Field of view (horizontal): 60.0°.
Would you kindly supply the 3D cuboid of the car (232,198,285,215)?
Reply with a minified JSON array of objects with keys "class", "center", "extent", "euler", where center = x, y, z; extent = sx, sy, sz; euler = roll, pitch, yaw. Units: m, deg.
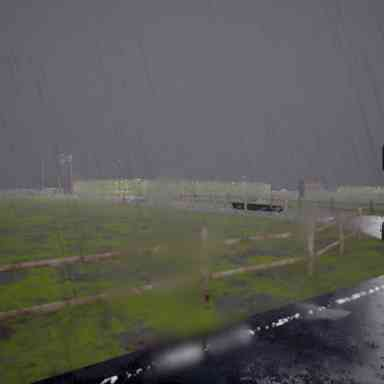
[{"class":"car","center":[5.814,1.234,29.365],"extent":[1.895,1.301,4.718],"euler":[0,1,-36]}]

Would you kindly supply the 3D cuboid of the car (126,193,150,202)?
[{"class":"car","center":[-7.818,0.812,48.437],"extent":[1.895,1.301,4.718],"euler":[0,1,-35]}]
